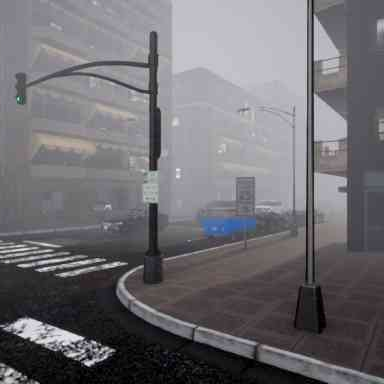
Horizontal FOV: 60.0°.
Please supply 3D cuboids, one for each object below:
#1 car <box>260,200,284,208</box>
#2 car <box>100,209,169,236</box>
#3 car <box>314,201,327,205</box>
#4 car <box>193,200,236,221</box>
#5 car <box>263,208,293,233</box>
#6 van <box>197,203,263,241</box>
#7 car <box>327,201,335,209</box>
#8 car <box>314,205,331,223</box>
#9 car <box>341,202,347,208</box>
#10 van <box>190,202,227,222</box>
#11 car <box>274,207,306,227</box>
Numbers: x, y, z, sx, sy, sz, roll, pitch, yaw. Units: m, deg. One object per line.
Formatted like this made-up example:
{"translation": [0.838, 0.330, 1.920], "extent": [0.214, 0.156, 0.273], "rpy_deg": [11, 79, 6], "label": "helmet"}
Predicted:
{"translation": [8.843, 1.955, 38.253], "extent": [2.150, 2.045, 5.566], "rpy_deg": [0, -1, 36], "label": "car"}
{"translation": [-3.490, 1.815, 20.939], "extent": [2.128, 1.511, 4.902], "rpy_deg": [0, -1, 35], "label": "car"}
{"translation": [24.155, 2.890, 64.301], "extent": [1.802, 1.307, 4.206], "rpy_deg": [-1, -2, 35], "label": "car"}
{"translation": [2.647, 1.749, 29.551], "extent": [2.150, 2.045, 5.566], "rpy_deg": [0, -1, 37], "label": "car"}
{"translation": [5.304, 2.035, 23.393], "extent": [1.947, 1.339, 4.313], "rpy_deg": [-1, -2, 35], "label": "car"}
{"translation": [2.230, 1.704, 18.786], "extent": [1.690, 1.788, 3.998], "rpy_deg": [-1, -2, 35], "label": "van"}
{"translation": [27.364, 2.729, 68.821], "extent": [2.192, 1.841, 5.009], "rpy_deg": [-1, -2, 35], "label": "car"}
{"translation": [11.725, 2.233, 32.422], "extent": [2.008, 1.369, 4.403], "rpy_deg": [-1, -2, 35], "label": "car"}
{"translation": [40.111, 3.376, 86.737], "extent": [1.752, 1.417, 4.829], "rpy_deg": [-1, -2, 35], "label": "car"}
{"translation": [1.681, 1.903, 32.708], "extent": [1.690, 1.788, 3.998], "rpy_deg": [-1, -2, 35], "label": "van"}
{"translation": [8.514, 2.158, 27.906], "extent": [1.802, 1.307, 4.206], "rpy_deg": [-1, -2, 35], "label": "car"}
